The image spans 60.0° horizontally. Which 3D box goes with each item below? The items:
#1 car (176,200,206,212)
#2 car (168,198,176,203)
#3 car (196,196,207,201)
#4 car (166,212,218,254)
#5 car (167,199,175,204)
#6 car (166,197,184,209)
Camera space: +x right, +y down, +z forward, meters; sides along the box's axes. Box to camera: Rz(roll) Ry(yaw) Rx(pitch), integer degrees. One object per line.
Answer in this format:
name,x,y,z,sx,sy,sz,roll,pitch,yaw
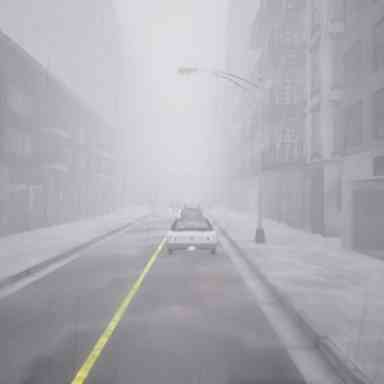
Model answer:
car,-0.007,1.782,29.291,2.128,1.511,4.902,0,0,0
car,-5.422,2.437,91.638,1.947,1.339,4.313,0,-1,0
car,2.607,2.319,80.277,2.008,1.369,4.403,0,-1,0
car,-0.004,1.741,14.103,1.895,1.301,4.718,0,-1,0
car,-5.420,2.402,85.955,1.802,1.307,4.206,0,-1,0
car,-2.776,2.024,56.261,1.882,1.535,5.008,0,-1,0
